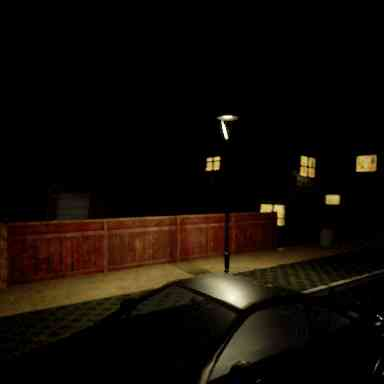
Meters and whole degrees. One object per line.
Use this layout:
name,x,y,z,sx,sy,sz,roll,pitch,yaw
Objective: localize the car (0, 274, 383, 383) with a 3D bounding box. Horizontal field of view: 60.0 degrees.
car,0.162,1.574,3.067,4.181,1.385,1.994,0,0,-36
